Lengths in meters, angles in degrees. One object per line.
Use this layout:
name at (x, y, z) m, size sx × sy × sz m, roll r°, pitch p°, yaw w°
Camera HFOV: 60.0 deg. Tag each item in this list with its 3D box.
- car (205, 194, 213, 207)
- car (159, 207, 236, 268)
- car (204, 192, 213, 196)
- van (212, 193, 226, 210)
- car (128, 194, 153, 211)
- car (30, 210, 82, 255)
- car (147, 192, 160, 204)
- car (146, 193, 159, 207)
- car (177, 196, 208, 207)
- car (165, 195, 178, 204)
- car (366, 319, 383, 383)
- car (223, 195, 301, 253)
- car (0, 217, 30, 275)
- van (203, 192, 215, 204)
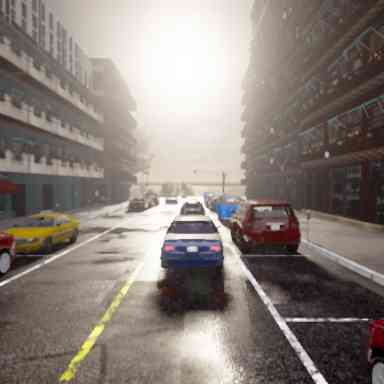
car at (2.684, 1.249, 35.724) m, size 2.008 × 1.369 × 4.403 m, roll -1°, pitch 1°, yaw 0°
car at (0.022, 1.458, 10.868) m, size 2.033 × 1.411 × 5.357 m, roll 0°, pitch 0°, yaw 0°
car at (2.683, 1.088, 41.388) m, size 1.967 × 1.590 × 4.097 m, roll -1°, pitch 1°, yaw 0°
van at (2.680, 1.138, 24.391) m, size 1.690 × 1.788 × 3.998 m, roll -1°, pitch 0°, yaw 0°
car at (-5.696, 1.244, 35.675) m, size 1.887 × 1.381 × 4.507 m, roll -1°, pitch 1°, yaw 0°
car at (-5.700, 1.420, 12.844) m, size 1.752 × 1.417 × 4.829 m, roll -1°, pitch 0°, yaw 0°
car at (-5.698, 0.912, 47.003) m, size 2.192 × 1.841 × 5.009 m, roll -1°, pitch 1°, yaw 0°
car at (-5.695, 1.199, 41.341) m, size 2.008 × 1.369 × 4.403 m, roll -1°, pitch 1°, yaw 0°
car at (0.051, 1.329, 28.184) m, size 1.994 × 1.385 × 4.181 m, roll 0°, pitch 1°, yaw 1°
car at (-3.081, 1.113, 50.411) m, size 2.033 × 1.411 × 5.357 m, roll 0°, pitch 1°, yaw 0°
car at (2.679, 1.530, 1.734) m, size 1.887 × 1.381 × 4.507 m, roll -1°, pitch 0°, yaw 0°
car at (2.677, 1.207, 13.062) m, size 2.192 × 1.841 × 5.009 m, roll -1°, pitch 0°, yaw 0°
car at (-5.700, 1.484, 7.348) m, size 1.887 × 1.381 × 4.507 m, roll -1°, pitch 0°, yaw 0°
van at (2.684, 0.885, 52.715) m, size 1.690 × 1.788 × 3.998 m, roll -1°, pitch 1°, yaw 0°
